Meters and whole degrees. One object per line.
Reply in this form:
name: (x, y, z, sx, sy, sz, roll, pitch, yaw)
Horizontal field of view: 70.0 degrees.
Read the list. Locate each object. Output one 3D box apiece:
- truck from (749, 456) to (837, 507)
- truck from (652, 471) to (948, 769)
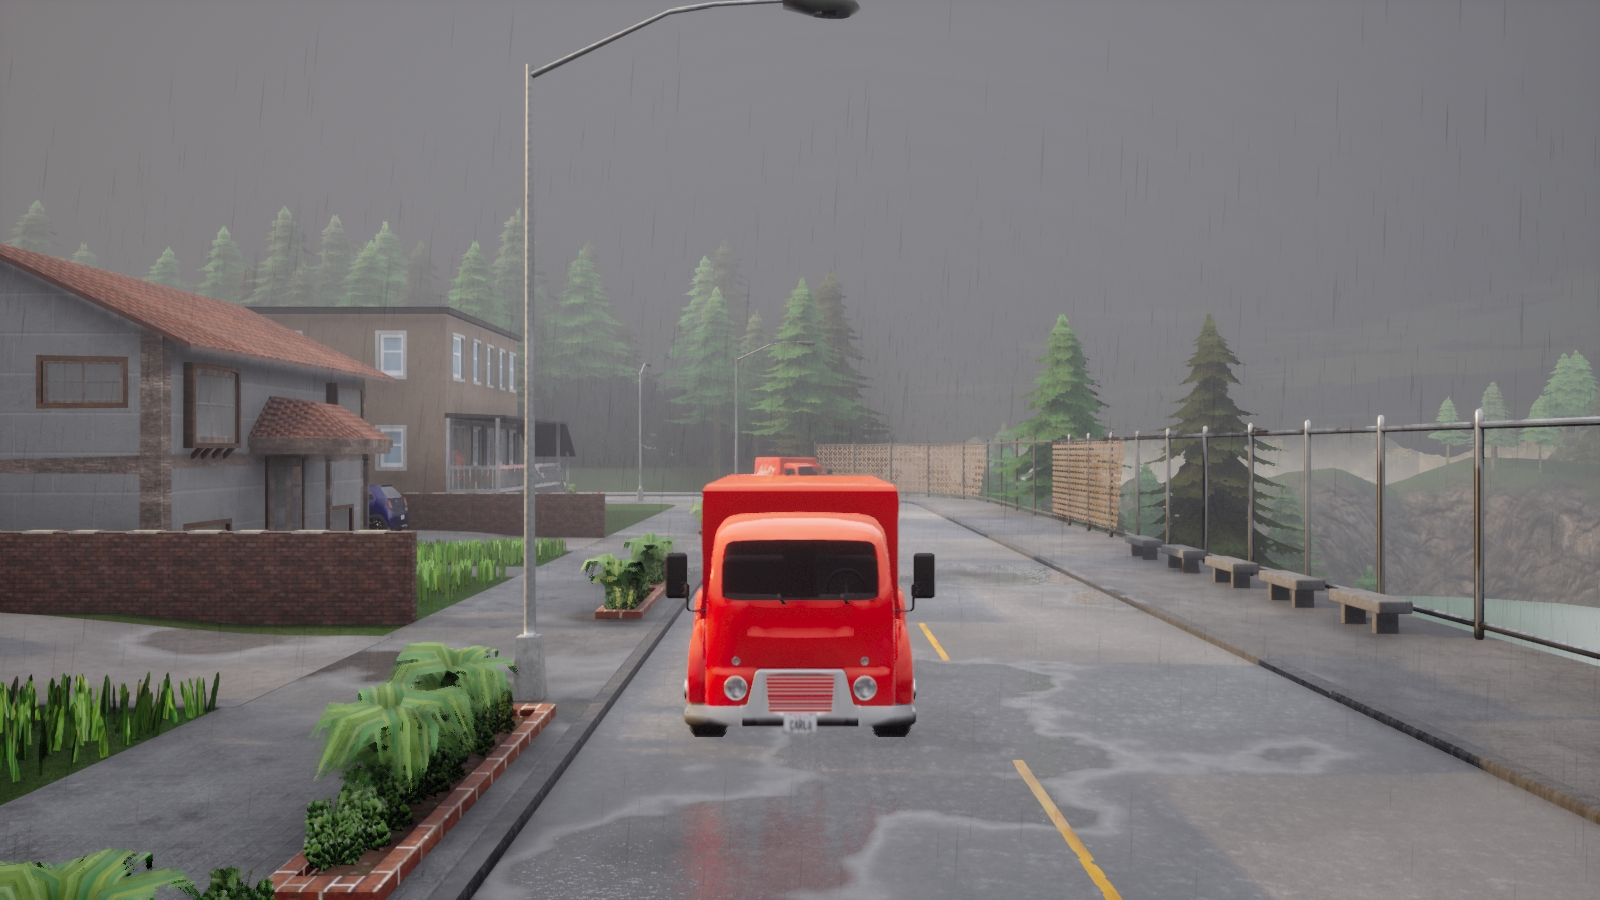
truck: (-0.435, 1.603, 59.345, 2.627, 2.467, 5.204, 1, 0, -24)
truck: (0.001, 1.563, 12.765, 2.627, 2.467, 5.204, 0, 1, 0)
